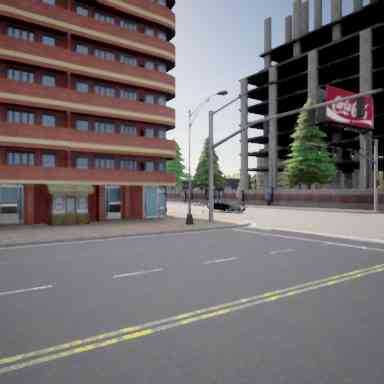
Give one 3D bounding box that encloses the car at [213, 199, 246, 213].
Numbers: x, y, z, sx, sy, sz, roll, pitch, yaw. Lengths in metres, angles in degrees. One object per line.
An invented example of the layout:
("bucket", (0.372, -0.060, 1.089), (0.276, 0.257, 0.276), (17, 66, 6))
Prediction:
("car", (3.808, 1.483, 36.522), (2.128, 1.511, 4.902), (0, 0, -35))
